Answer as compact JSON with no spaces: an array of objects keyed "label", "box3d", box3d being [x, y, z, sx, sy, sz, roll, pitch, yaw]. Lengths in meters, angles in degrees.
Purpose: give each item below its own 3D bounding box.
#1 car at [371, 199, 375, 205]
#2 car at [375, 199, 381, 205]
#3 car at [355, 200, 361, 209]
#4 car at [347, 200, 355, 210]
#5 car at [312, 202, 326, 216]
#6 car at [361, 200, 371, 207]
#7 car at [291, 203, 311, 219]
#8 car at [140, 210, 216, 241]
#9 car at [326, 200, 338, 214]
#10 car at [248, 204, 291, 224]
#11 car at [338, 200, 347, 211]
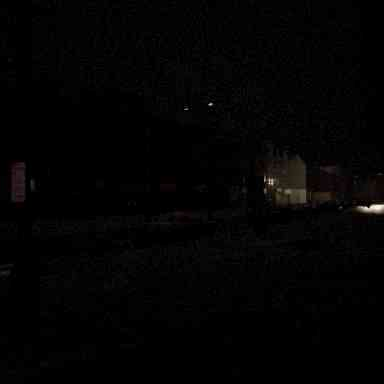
[{"label":"car","box3d":[35.123,2.211,67.345,1.887,1.381,4.507,-1,-2,35]},{"label":"car","box3d":[44.869,2.460,81.121,2.008,1.369,4.403,-2,-2,35]},{"label":"car","box3d":[25.376,2.013,53.568,2.008,1.369,4.403,-1,-1,35]},{"label":"car","box3d":[22.127,1.951,48.975,2.008,1.369,4.403,-1,-1,35]},{"label":"car","box3d":[12.380,1.821,35.197,1.802,1.307,4.206,-1,-1,35]},{"label":"car","box3d":[31.875,2.146,62.753,2.008,1.369,4.403,-1,-1,35]},{"label":"car","box3d":[9.131,1.743,30.605,2.008,1.369,4.403,-1,-1,35]},{"label":"car","box3d":[-0.518,1.598,16.966,1.752,1.417,4.829,-1,-1,35]},{"label":"car","box3d":[15.629,1.834,39.790,1.887,1.381,4.507,-1,-1,35]},{"label":"car","box3d":[5.883,1.714,26.012,1.947,1.339,4.313,-1,-1,35]},{"label":"car","box3d":[18.877,1.783,44.384,1.967,1.590,4.097,-1,-1,35]}]
